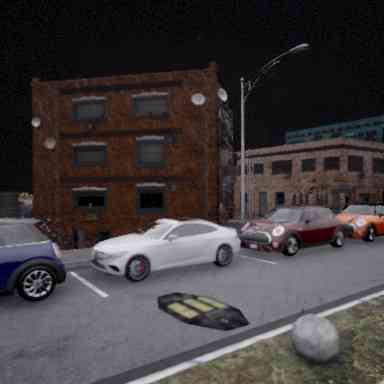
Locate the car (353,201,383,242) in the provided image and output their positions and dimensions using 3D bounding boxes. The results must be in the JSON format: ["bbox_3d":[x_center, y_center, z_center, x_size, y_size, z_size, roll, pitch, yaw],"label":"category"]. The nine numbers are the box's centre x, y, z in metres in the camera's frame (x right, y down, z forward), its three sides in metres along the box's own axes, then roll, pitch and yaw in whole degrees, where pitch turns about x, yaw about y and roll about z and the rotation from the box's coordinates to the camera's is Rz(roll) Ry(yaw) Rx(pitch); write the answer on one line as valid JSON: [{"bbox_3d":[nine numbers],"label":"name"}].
[{"bbox_3d":[8.514,1.344,16.413,4.553,1.767,2.185,0,0,-36],"label":"car"}]

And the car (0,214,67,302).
[{"bbox_3d":[-5.041,1.357,6.675,4.553,1.767,2.185,0,0,-36],"label":"car"}]

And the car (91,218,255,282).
[{"bbox_3d":[-0.579,1.517,9.880,4.674,1.452,2.002,0,0,-36],"label":"car"}]

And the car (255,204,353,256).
[{"bbox_3d":[4.030,1.346,13.192,4.553,1.767,2.185,0,0,-36],"label":"car"}]
